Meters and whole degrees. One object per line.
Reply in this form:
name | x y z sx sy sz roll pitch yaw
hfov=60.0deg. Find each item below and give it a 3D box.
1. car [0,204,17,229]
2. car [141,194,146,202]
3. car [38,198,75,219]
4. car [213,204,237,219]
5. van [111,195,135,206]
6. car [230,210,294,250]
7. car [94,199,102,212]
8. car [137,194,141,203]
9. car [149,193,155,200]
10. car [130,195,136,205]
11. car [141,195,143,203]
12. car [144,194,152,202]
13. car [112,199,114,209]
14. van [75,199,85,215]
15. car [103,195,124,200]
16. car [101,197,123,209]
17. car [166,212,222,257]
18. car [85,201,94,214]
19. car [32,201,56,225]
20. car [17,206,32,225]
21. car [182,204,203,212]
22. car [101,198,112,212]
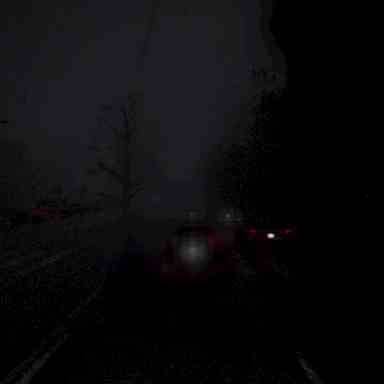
car | -13.712 1.672 19.801 5.366 1.575 1.946 -1 -1 -20
car | -13.823 1.913 76.463 4.792 1.488 2.163 -1 0 -20
car | -13.850 1.696 31.677 4.553 1.767 2.185 -1 0 -20
car | 3.073 1.816 29.985 1.837 1.490 4.892 0 0 0
van | -13.966 1.679 67.437 4.442 1.987 1.878 -1 0 -20
car | 3.073 1.694 14.898 1.994 1.385 4.181 0 -1 0
car | -13.898 1.929 40.608 4.792 1.488 2.163 -1 0 -20
car | -13.825 1.771 70.472 4.553 1.767 2.185 -1 0 -20
car | -14.009 1.840 94.393 5.366 1.575 1.946 -1 1 -20
car | -13.837 1.665 61.529 5.566 2.045 2.435 -1 0 -20
car | -13.846 1.930 73.445 4.674 1.452 2.002 -1 0 -20
car | -13.815 1.886 88.469 4.792 1.488 2.163 -1 0 -20
car | -13.840 1.952 46.604 4.792 1.488 2.163 -1 0 -20
van | -13.770 1.626 34.705 4.442 1.987 1.878 -1 -1 -20
car | -13.891 1.678 55.532 5.566 2.045 2.435 -1 0 -20
car | -13.860 1.970 52.561 4.674 1.452 2.002 -1 0 -20
car | 0.063 1.715 13.457 1.895 1.301 4.718 0 -1 0
car | -13.868 1.916 37.635 4.674 1.452 2.002 -1 0 -20
car | -13.707 1.747 25.766 5.366 1.575 1.946 -1 -1 -20
car | -13.909 1.744 22.704 4.792 1.488 2.163 -1 0 -20
car | 0.076 1.845 30.926 1.812 1.442 4.674 0 -1 0
car | -13.697 1.907 43.677 5.366 1.575 1.946 -1 -1 -20
